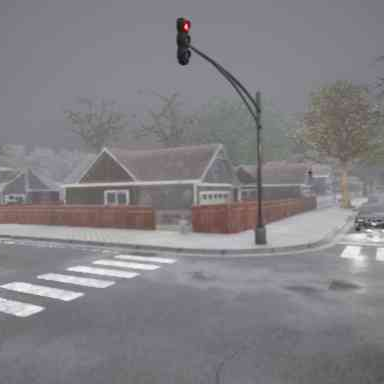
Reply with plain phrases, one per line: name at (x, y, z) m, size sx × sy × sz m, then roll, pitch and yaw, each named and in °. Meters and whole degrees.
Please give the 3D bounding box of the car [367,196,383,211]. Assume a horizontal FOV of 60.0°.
car at (19.832, 1.213, 35.580) m, size 1.812 × 1.442 × 4.674 m, roll -1°, pitch 0°, yaw 30°

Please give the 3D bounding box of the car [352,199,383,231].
car at (10.256, 1.338, 18.690) m, size 1.837 × 1.490 × 4.892 m, roll -1°, pitch 0°, yaw 30°

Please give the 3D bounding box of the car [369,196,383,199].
car at (14.922, 1.253, 26.924) m, size 2.128 × 1.511 × 4.902 m, roll -1°, pitch 0°, yaw 30°
